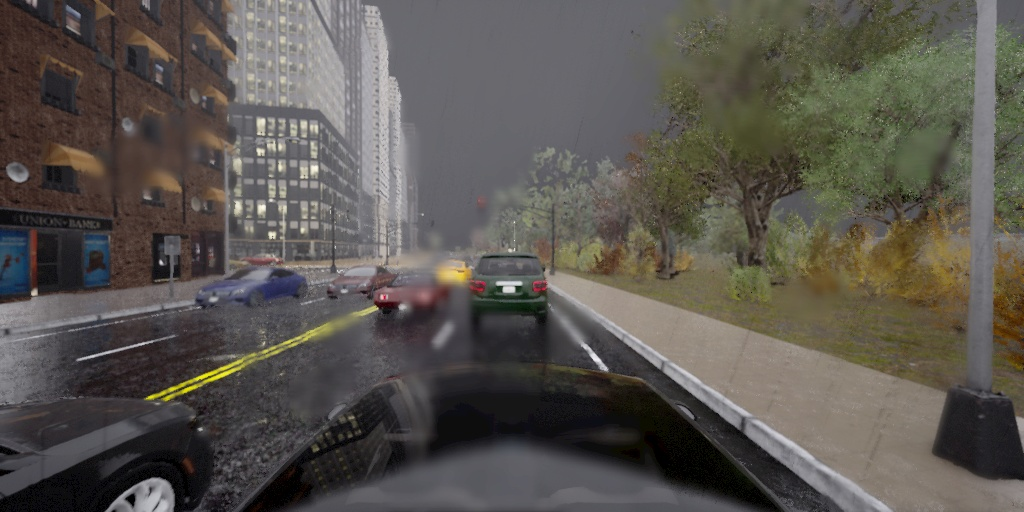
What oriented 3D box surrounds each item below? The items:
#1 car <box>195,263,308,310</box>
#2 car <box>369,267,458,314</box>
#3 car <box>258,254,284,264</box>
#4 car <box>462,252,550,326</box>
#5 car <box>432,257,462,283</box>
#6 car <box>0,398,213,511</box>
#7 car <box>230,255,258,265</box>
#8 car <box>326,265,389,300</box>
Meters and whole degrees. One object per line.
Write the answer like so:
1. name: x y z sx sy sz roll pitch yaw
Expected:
1. car: -10.047 1.176 14.342 1.812 1.442 4.674 0 0 -2
2. car: -3.327 1.260 13.151 1.895 1.301 4.718 0 0 -1
3. car: -28.861 0.497 41.375 4.097 1.591 1.967 0 0 -11
4. car: -0.062 0.894 11.503 2.150 2.045 5.566 0 1 0
5. car: -3.684 1.054 23.337 1.882 1.535 5.008 0 0 -2
6. car: -3.181 1.259 0.688 1.837 1.490 4.892 0 -1 0
7. car: -26.795 0.695 33.070 4.829 1.417 1.751 0 0 -11
8. car: -6.865 1.155 16.851 1.812 1.442 4.674 0 0 -2
